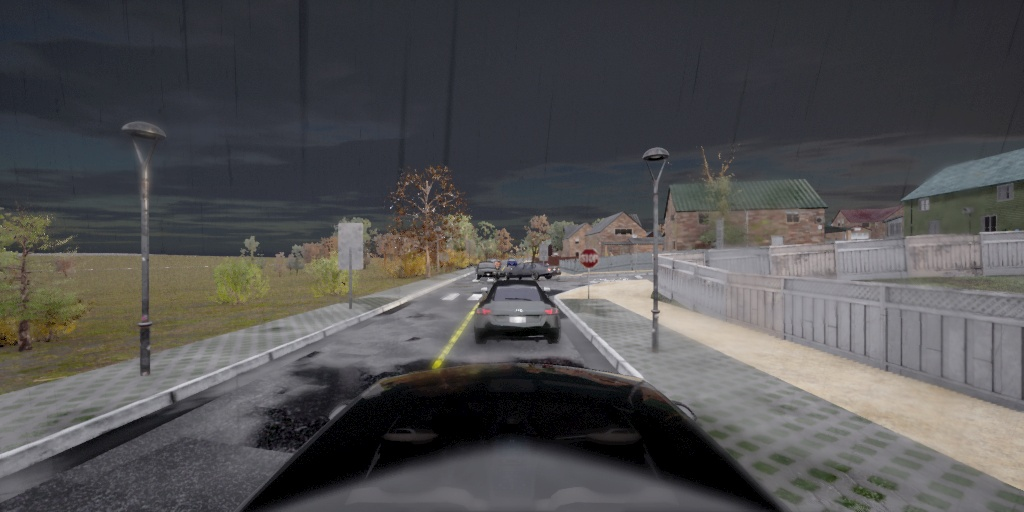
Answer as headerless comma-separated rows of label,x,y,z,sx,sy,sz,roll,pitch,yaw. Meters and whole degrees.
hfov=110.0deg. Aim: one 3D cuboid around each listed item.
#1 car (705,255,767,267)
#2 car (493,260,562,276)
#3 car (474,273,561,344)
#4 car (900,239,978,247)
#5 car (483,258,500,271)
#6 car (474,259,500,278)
car,14.389,0.413,22.954,4.181,1.385,1.994,-3,0,16
car,1.339,1.197,28.579,5.357,1.411,2.033,-4,-3,43
car,0.103,1.313,9.565,1.994,1.385,4.181,0,0,-1
car,23.889,-0.208,20.532,4.902,1.511,2.128,-3,0,14
car,-2.843,1.120,51.309,2.097,1.767,4.553,0,0,1
car,-2.248,1.257,31.491,1.837,1.490,4.892,0,0,-8
